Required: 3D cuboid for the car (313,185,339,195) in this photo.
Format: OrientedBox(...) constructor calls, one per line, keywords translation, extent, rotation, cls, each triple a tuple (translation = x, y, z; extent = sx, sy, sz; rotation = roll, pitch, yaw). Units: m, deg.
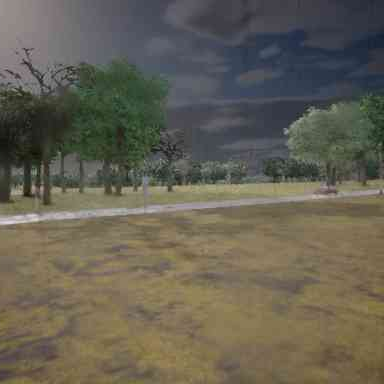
OrientedBox(translation=(20.413, -0.263, 50.466), extent=(4.674, 1.442, 1.812), rotation=(-3, 2, -35), cls="car")
